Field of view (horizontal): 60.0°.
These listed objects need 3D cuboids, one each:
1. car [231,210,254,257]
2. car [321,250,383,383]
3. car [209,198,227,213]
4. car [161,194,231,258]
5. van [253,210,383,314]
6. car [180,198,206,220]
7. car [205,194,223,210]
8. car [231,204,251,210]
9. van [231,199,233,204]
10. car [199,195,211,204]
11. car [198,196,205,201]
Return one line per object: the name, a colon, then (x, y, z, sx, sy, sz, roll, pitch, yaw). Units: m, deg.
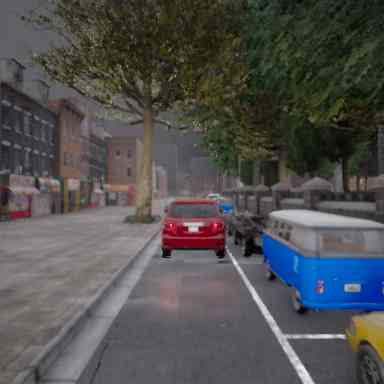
car: (2.649, 1.578, 12.785, 1.947, 1.339, 4.313, 1, 0, 0)
car: (2.649, 1.527, 2.056, 1.752, 1.417, 4.829, 1, 0, 0)
car: (3.030, 1.520, 39.601, 1.801, 1.575, 5.366, 0, 0, 0)
car: (0.066, 1.236, 13.031, 2.150, 2.045, 5.566, 0, 0, 0)
van: (2.652, 1.347, 7.335, 1.690, 1.788, 3.998, 1, 0, 0)
car: (0.071, 1.390, 28.939, 2.097, 1.767, 4.553, 0, 0, 0)
car: (2.987, 1.308, 46.442, 2.150, 2.045, 5.566, 0, 0, 0)
car: (2.650, 1.571, 18.234, 2.008, 1.369, 4.403, 1, 0, 0)
van: (2.654, 1.381, 29.133, 1.690, 1.788, 3.998, 1, 0, 0)
car: (2.657, 1.465, 67.279, 2.192, 1.841, 5.009, 1, 0, 0)
car: (2.657, 1.817, 93.708, 1.887, 1.381, 4.507, 1, 0, 0)
